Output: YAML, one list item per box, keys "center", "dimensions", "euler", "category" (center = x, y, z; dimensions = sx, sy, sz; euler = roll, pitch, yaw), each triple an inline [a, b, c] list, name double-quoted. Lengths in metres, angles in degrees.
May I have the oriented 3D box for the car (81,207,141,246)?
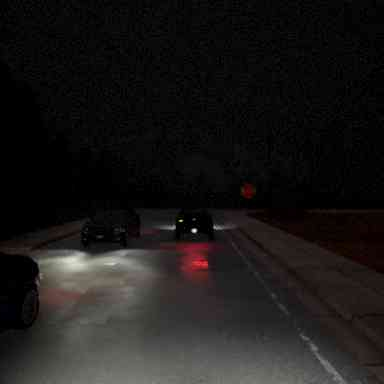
- center: [-3.576, 1.477, 15.446]
  dimensions: [1.882, 1.535, 5.008]
  euler: [0, 0, 0]
  category: "car"

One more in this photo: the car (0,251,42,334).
- center: [-3.593, 1.525, 4.238]
  dimensions: [1.812, 1.442, 4.674]
  euler: [0, 0, 0]
  category: "car"

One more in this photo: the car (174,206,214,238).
- center: [0.110, 1.504, 17.508]
  dimensions: [1.837, 1.490, 4.892]
  euler: [0, 0, 0]
  category: "car"
